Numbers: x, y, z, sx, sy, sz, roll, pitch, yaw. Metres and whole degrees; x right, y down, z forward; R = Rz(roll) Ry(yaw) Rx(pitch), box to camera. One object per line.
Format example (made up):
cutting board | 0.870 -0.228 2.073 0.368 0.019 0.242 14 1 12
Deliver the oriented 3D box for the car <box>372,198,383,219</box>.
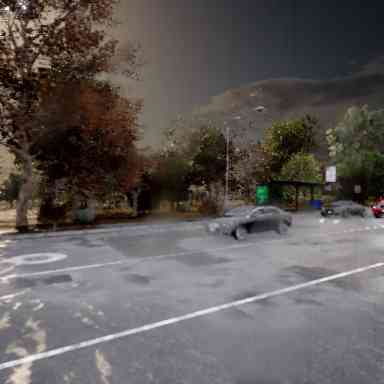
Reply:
car | 16.396 1.045 26.015 5.566 2.045 2.150 0 0 -35

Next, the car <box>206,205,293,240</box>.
car | 2.915 1.422 16.492 4.902 1.511 2.128 -1 0 -35

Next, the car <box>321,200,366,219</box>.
car | 12.555 1.399 27.557 4.181 1.385 1.994 0 0 -35
